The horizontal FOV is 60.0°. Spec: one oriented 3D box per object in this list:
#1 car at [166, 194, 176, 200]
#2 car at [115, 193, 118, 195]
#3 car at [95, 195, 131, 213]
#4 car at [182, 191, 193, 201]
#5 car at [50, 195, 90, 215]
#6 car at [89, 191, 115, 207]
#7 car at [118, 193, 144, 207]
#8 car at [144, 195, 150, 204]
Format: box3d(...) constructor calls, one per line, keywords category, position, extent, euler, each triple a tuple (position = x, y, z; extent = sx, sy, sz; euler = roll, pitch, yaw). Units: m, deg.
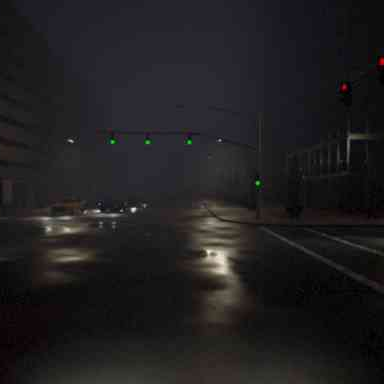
box3d(category="car", position=(-4.526, 1.088, 70.925), extent=(1.994, 1.385, 4.181), euler=(0, 0, 0))
box3d(category="car", position=(-11.510, 0.995, 50.471), extent=(2.097, 1.767, 4.553), euler=(0, 0, 0))
box3d(category="car", position=(-7.971, 1.305, 34.134), extent=(2.033, 1.411, 5.357), euler=(0, 0, -1))
box3d(category="car", position=(-1.026, 0.770, 71.197), extent=(2.150, 2.045, 5.566), euler=(0, 0, 0))
box3d(category="car", position=(-11.413, 1.245, 30.902), extent=(1.882, 1.535, 5.008), euler=(0, 0, -1))
box3d(category="car", position=(-11.520, 0.926, 40.720), extent=(2.150, 2.045, 5.566), euler=(0, 0, 0))
box3d(category="car", position=(-8.025, 1.172, 44.113), extent=(1.882, 1.535, 5.008), euler=(0, 0, 0))
box3d(category="car", position=(-7.983, 1.176, 54.557), extent=(2.033, 1.411, 5.357), euler=(0, 0, 0))
